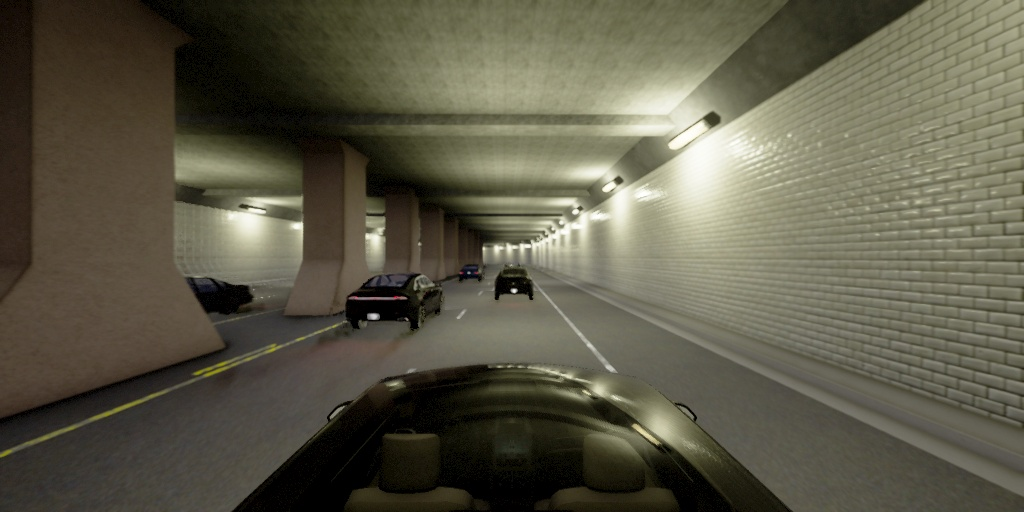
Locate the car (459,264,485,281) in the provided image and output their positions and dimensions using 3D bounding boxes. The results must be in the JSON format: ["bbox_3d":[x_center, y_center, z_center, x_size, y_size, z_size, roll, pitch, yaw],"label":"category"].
[{"bbox_3d":[-3.403,1.411,30.982,2.033,1.411,5.357,0,0,0],"label":"car"}]

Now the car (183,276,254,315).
[{"bbox_3d":[-10.602,1.334,11.069,2.033,1.411,5.357,0,0,0],"label":"car"}]

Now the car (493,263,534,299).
[{"bbox_3d":[0.099,1.320,18.601,1.837,1.490,4.892,0,0,0],"label":"car"}]

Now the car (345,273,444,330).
[{"bbox_3d":[-3.401,1.279,11.231,2.128,1.511,4.902,0,0,0],"label":"car"}]
